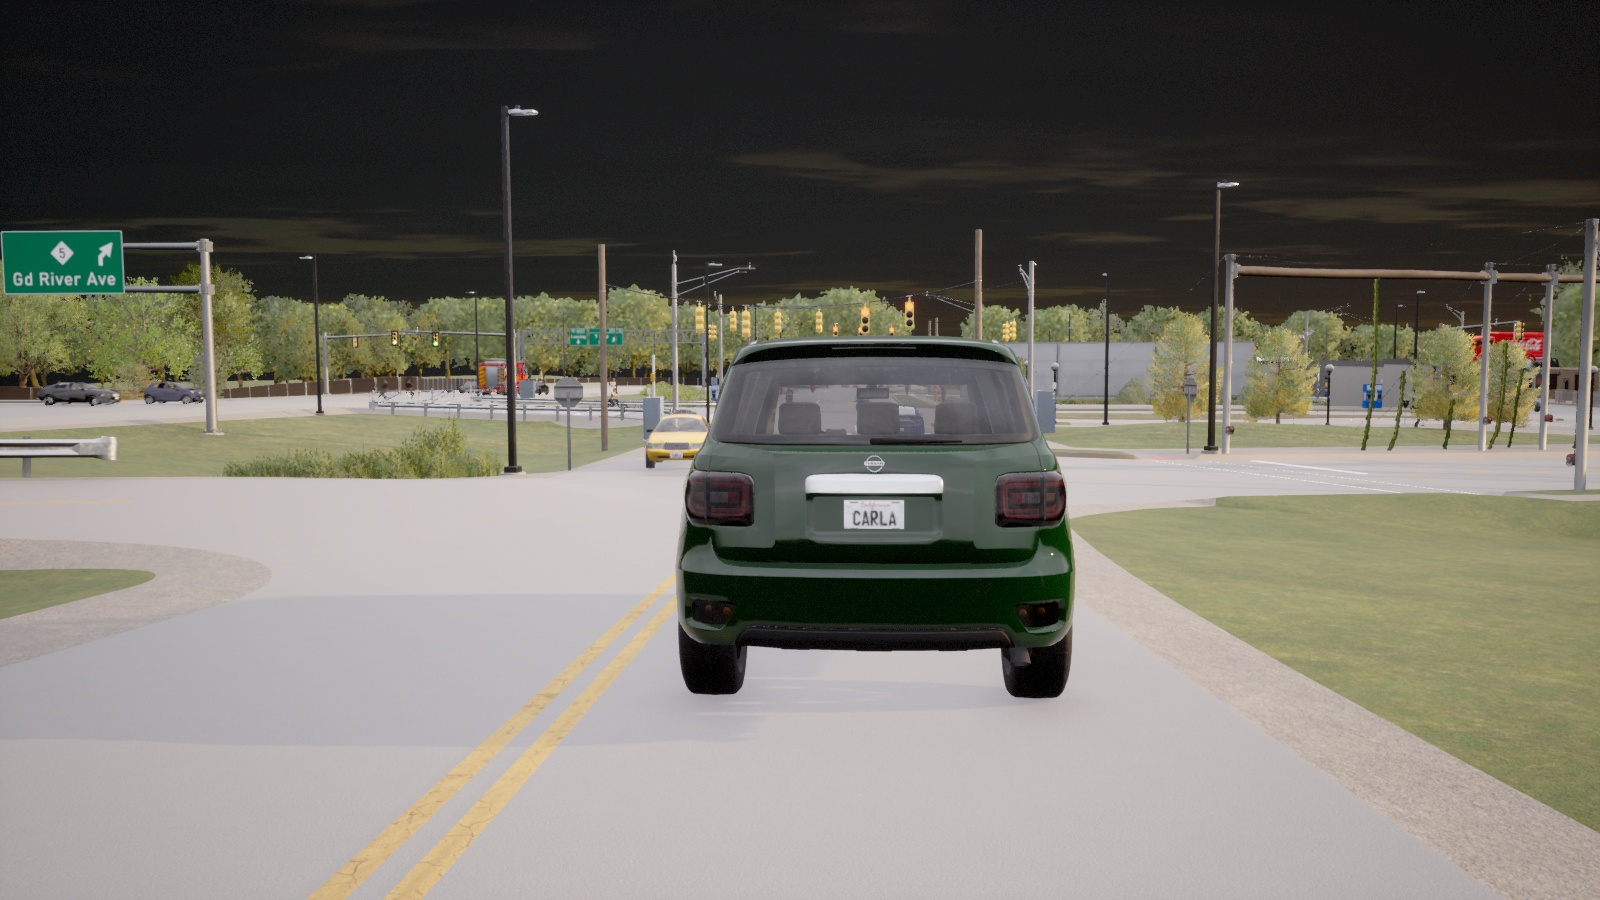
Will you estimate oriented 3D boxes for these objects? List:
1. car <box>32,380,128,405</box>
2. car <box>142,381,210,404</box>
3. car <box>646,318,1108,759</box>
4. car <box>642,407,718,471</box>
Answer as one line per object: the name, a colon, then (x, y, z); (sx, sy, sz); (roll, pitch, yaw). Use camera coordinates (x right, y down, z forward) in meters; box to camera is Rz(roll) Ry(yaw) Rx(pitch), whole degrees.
car: (-46.033, -3.689, 80.317); (4.902, 1.511, 2.128); (0, 4, 2)
car: (-41.538, -3.819, 83.648); (3.633, 1.501, 1.845); (0, 3, 3)
car: (0.504, 0.363, 8.656); (2.150, 2.045, 5.566); (0, 1, 3)
car: (-3.327, -0.373, 35.589); (1.801, 1.575, 5.366); (0, 3, -2)
